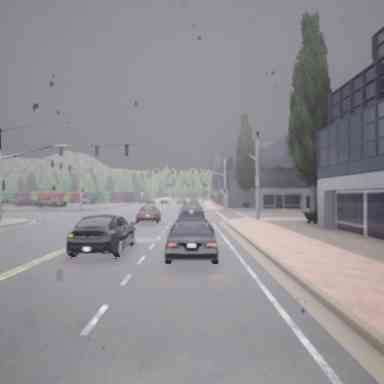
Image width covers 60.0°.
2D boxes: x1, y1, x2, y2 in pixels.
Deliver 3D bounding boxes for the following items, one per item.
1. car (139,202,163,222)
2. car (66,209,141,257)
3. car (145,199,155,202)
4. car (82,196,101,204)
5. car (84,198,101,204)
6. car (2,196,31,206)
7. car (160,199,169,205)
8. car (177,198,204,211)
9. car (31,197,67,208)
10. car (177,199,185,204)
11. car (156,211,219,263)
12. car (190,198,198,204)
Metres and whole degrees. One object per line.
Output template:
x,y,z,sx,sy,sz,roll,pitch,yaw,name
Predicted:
-3.728,1.868,28.504,1.994,1.385,4.181,0,-1,-5,car
-3.498,1.652,13.497,1.837,1.490,4.892,0,0,0,car
-10.192,2.450,80.563,1.895,1.301,4.718,0,-1,1,car
-25.021,2.013,80.746,3.866,1.878,1.905,0,-1,0,car
-25.011,2.283,83.638,3.806,1.475,1.970,0,-1,0,car
-42.541,2.009,80.718,4.605,1.855,1.932,0,-1,0,car
-6.692,2.394,80.506,2.033,1.411,5.357,0,-1,1,car
-0.045,1.654,28.463,2.097,1.767,4.553,0,-1,0,car
-25.030,1.771,58.229,4.605,1.855,1.932,0,-1,0,car
-2.985,2.490,88.679,1.994,1.385,4.181,0,-1,1,car
-0.006,1.682,12.523,2.033,1.411,5.357,0,-1,0,car
0.506,2.460,88.285,2.128,1.511,4.902,0,-1,1,car
